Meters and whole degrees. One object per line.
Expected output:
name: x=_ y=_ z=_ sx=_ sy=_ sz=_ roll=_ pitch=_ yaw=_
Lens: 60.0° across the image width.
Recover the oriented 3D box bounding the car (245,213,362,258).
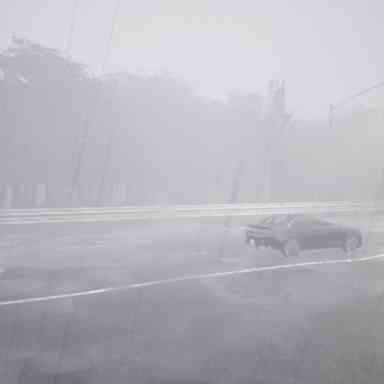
car: x=4.384 y=1.582 z=12.907 sx=4.902 sy=1.511 sz=2.128 roll=0 pitch=-1 yaw=-24
